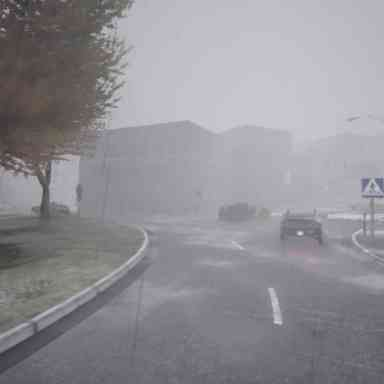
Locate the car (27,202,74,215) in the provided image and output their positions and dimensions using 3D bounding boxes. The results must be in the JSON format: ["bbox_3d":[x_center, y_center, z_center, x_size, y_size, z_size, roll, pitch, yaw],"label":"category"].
[{"bbox_3d":[-16.114,1.873,37.906,4.181,1.385,1.994,0,-3,19],"label":"car"}]

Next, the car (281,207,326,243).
[{"bbox_3d":[5.526,1.520,16.490,1.837,1.490,4.892,0,0,21],"label":"car"}]

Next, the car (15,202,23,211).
[{"bbox_3d":[-40.994,3.204,73.273,5.566,2.045,2.435,1,-3,-25],"label":"car"}]

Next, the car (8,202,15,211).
[{"bbox_3d":[-40.934,3.325,70.195,5.366,1.575,1.946,1,-2,-25],"label":"car"}]

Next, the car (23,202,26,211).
[{"bbox_3d":[-41.230,3.442,76.227,4.553,1.767,2.185,1,-2,-25],"label":"car"}]

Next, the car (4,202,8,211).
[{"bbox_3d":[-40.533,3.074,67.319,4.553,1.767,2.185,2,-3,-25],"label":"car"}]

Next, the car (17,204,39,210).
[{"bbox_3d":[-41.911,3.845,85.108,4.892,1.521,2.231,1,-2,-24],"label":"car"}]

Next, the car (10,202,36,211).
[{"bbox_3d":[-41.723,3.509,82.131,5.566,2.045,2.435,1,-2,-24],"label":"car"}]

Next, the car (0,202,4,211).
[{"bbox_3d":[-40.204,2.812,64.400,5.566,2.045,2.435,2,-3,-26],"label":"car"}]
